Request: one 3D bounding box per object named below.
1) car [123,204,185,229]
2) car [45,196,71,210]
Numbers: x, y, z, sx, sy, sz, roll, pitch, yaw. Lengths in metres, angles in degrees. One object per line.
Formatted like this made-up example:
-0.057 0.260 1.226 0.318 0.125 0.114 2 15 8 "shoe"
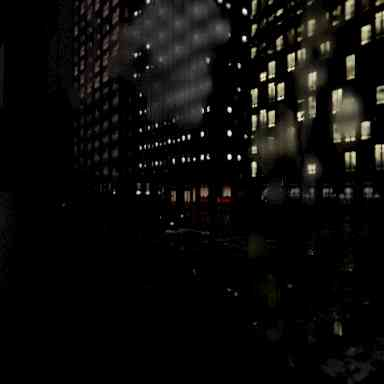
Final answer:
-2.422 1.448 20.456 1.895 1.301 4.718 0 0 -37 "car"
-15.288 1.160 37.799 2.128 1.511 4.902 0 0 -36 "car"
